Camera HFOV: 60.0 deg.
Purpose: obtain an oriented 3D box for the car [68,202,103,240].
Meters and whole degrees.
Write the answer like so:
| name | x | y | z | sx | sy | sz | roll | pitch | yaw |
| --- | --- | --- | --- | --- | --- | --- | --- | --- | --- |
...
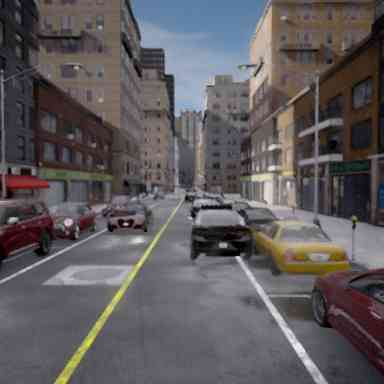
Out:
| name | x | y | z | sx | sy | sz | roll | pitch | yaw |
| --- | --- | --- | --- | --- | --- | --- | --- | --- | --- |
| car | -5.717 | 1.217 | 15.130 | 1.967 | 1.590 | 4.097 | -1 | 1 | 0 |

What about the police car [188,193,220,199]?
| name | x | y | z | sx | sy | sz | roll | pitch | yaw |
| --- | --- | --- | --- | --- | --- | --- | --- | --- | --- |
| police car | 0.843 | 1.103 | 21.898 | 1.930 | 1.638 | 5.238 | 0 | 1 | 0 |

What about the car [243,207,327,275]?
| name | x | y | z | sx | sy | sz | roll | pitch | yaw |
| --- | --- | --- | --- | --- | --- | --- | --- | --- | --- |
| car | 2.831 | 1.382 | 9.738 | 1.752 | 1.417 | 4.829 | -1 | 1 | 0 |

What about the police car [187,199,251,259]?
| name | x | y | z | sx | sy | sz | roll | pitch | yaw |
| --- | --- | --- | --- | --- | --- | --- | --- | --- | --- |
| police car | 0.869 | 1.250 | 11.898 | 1.930 | 1.638 | 5.238 | 0 | 1 | 0 |

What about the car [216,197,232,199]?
| name | x | y | z | sx | sy | sz | roll | pitch | yaw |
| --- | --- | --- | --- | --- | --- | --- | --- | --- | --- |
| car | 2.807 | 1.261 | 20.739 | 1.947 | 1.339 | 4.313 | -1 | 1 | 0 |

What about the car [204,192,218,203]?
| name | x | y | z | sx | sy | sz | roll | pitch | yaw |
| --- | --- | --- | --- | --- | --- | --- | --- | --- | --- |
| car | 2.742 | 0.800 | 48.834 | 1.752 | 1.417 | 4.829 | -1 | 1 | 0 |

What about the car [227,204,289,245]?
| name | x | y | z | sx | sy | sz | roll | pitch | yaw |
| --- | --- | --- | --- | --- | --- | --- | --- | --- | --- |
| car | 2.819 | 1.343 | 15.154 | 1.947 | 1.339 | 4.313 | -1 | 1 | 0 |

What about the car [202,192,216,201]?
| name | x | y | z | sx | sy | sz | roll | pitch | yaw |
| --- | --- | --- | --- | --- | --- | --- | --- | --- | --- |
| car | 2.730 | 0.758 | 54.250 | 1.947 | 1.339 | 4.313 | -1 | 1 | 0 |

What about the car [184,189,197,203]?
| name | x | y | z | sx | sy | sz | roll | pitch | yaw |
| --- | --- | --- | --- | --- | --- | --- | --- | --- | --- |
| car | -0.107 | 0.738 | 49.763 | 1.882 | 1.535 | 5.008 | 0 | 1 | 0 |

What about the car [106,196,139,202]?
| name | x | y | z | sx | sy | sz | roll | pitch | yaw |
| --- | --- | --- | --- | --- | --- | --- | --- | --- | --- |
| car | -5.745 | 1.053 | 26.300 | 1.967 | 1.590 | 4.097 | -1 | 1 | 0 |

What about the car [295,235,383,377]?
| name | x | y | z | sx | sy | sz | roll | pitch | yaw |
| --- | --- | --- | --- | --- | --- | --- | --- | --- | --- |
| car | 2.846 | 1.522 | 3.983 | 1.802 | 1.307 | 4.206 | -1 | 1 | 0 |

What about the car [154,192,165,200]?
| name | x | y | z | sx | sy | sz | roll | pitch | yaw |
| --- | --- | --- | --- | --- | --- | --- | --- | --- | --- |
| car | -5.828 | 0.651 | 59.812 | 1.887 | 1.381 | 4.507 | -1 | 1 | 0 |

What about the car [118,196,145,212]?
| name | x | y | z | sx | sy | sz | roll | pitch | yaw |
| --- | --- | --- | --- | --- | --- | --- | --- | --- | --- |
| car | -5.758 | 1.112 | 31.888 | 1.802 | 1.307 | 4.206 | -1 | 1 | 0 |

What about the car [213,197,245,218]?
| name | x | y | z | sx | sy | sz | roll | pitch | yaw |
| --- | --- | --- | --- | --- | --- | --- | --- | --- | --- |
| car | 2.794 | 1.164 | 26.324 | 2.008 | 1.369 | 4.403 | -1 | 1 | 0 |

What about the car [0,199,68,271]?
| name | x | y | z | sx | sy | sz | roll | pitch | yaw |
| --- | --- | --- | --- | --- | --- | --- | --- | --- | --- |
| car | -5.704 | 1.174 | 9.543 | 2.192 | 1.841 | 5.009 | -1 | 1 | 0 |

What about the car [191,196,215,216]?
| name | x | y | z | sx | sy | sz | roll | pitch | yaw |
| --- | --- | --- | --- | --- | --- | --- | --- | --- | --- |
| car | 0.829 | 1.117 | 27.789 | 1.812 | 1.442 | 4.674 | 0 | 1 | 0 |

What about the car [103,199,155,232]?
| name | x | y | z | sx | sy | sz | roll | pitch | yaw |
| --- | --- | --- | --- | --- | --- | --- | --- | --- | --- |
| car | -3.145 | 1.303 | 17.769 | 1.994 | 1.385 | 4.181 | 0 | 1 | 0 |

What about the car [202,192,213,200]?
| name | x | y | z | sx | sy | sz | roll | pitch | yaw |
| --- | --- | --- | --- | --- | --- | --- | --- | --- | --- |
| car | 2.717 | 0.688 | 59.836 | 1.802 | 1.307 | 4.206 | -1 | 1 | 0 |
